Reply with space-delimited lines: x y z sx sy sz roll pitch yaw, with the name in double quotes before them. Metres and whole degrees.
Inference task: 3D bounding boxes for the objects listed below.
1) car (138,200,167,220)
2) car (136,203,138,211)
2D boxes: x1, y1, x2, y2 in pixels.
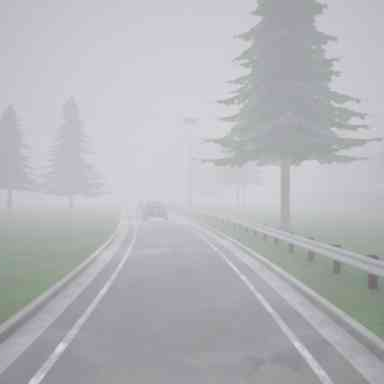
"car" -3.496 1.550 30.152 2.097 1.767 4.553 0 0 -11
"car" -6.883 1.861 47.287 2.033 1.411 5.357 0 0 -9
